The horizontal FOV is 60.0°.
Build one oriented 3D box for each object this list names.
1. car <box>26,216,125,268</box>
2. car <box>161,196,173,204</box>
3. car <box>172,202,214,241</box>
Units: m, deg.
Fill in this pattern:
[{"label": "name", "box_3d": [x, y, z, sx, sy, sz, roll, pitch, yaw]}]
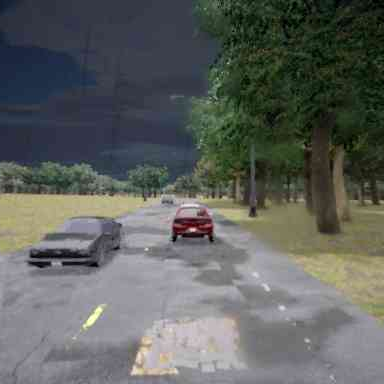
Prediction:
[{"label": "car", "box_3d": [-3.639, 1.547, 11.584, 2.033, 1.411, 5.357, 0, 0, 0]}, {"label": "car", "box_3d": [-4.346, 1.469, 59.417, 1.994, 1.385, 4.181, 0, 0, -2]}, {"label": "car", "box_3d": [0.022, 1.475, 16.784, 1.882, 1.535, 5.008, 0, 0, 0]}]
